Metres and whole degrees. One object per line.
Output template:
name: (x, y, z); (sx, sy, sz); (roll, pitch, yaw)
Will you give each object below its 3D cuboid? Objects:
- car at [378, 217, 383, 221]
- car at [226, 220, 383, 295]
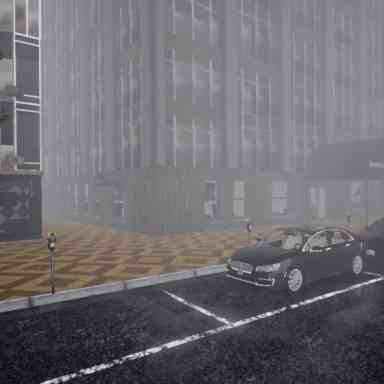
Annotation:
car: (7.456, 1.563, 11.934); (4.313, 1.339, 1.947); (0, -1, -36)
car: (2.838, 1.549, 8.620); (4.403, 1.369, 2.008); (0, -1, -36)
